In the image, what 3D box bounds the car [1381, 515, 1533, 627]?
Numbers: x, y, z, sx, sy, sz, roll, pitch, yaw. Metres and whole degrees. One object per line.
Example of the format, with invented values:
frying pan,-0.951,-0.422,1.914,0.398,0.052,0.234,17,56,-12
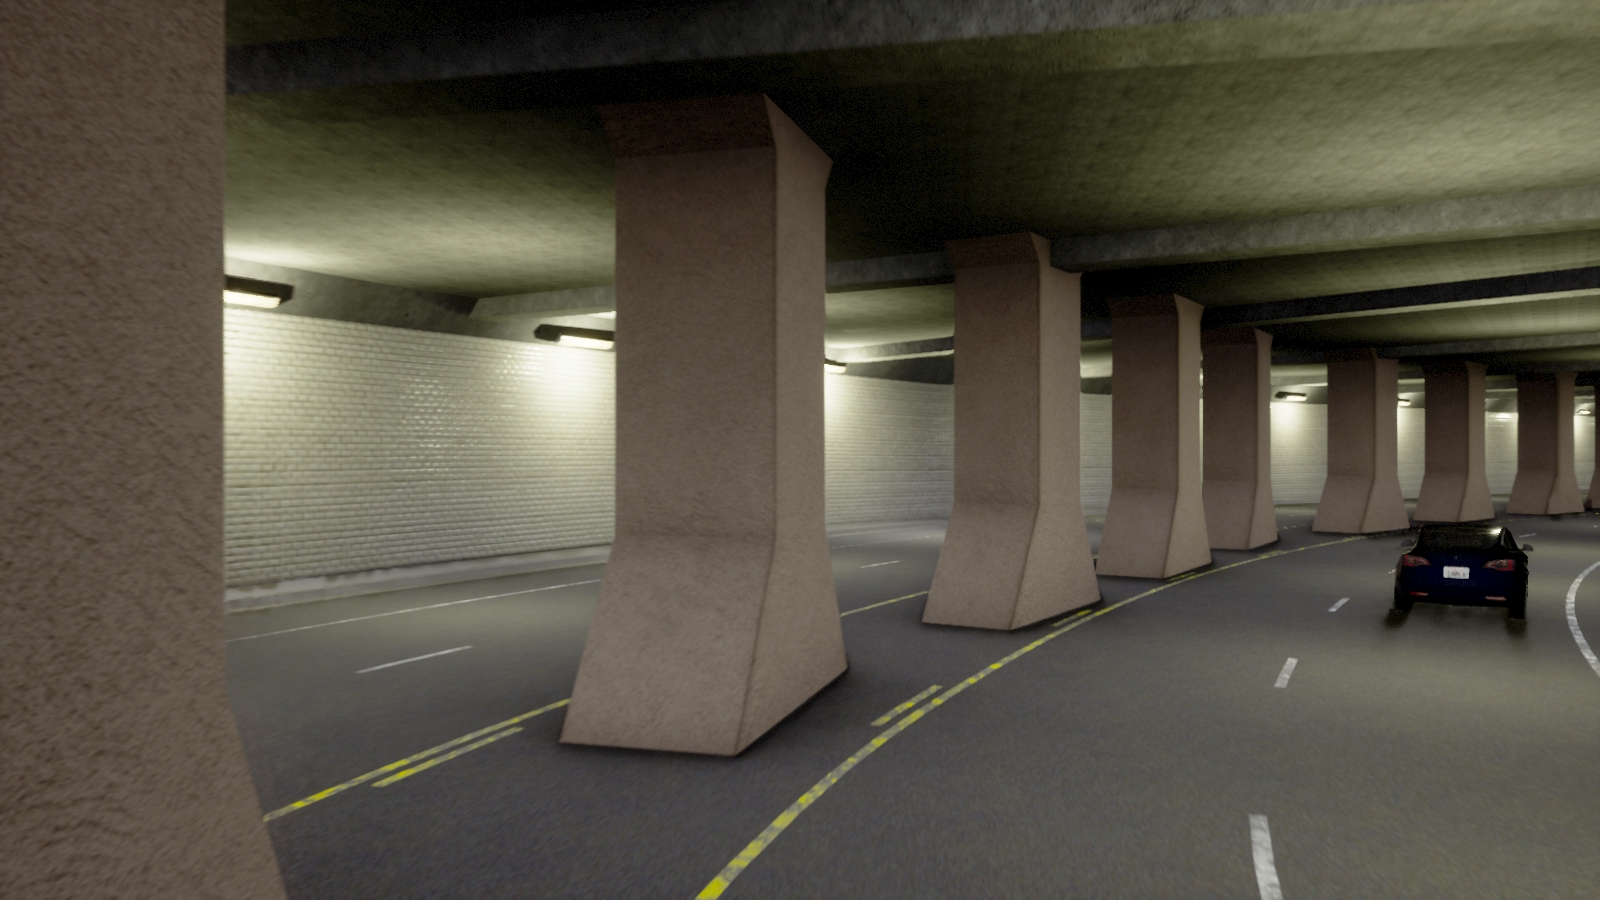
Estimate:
car,12.053,2.068,20.800,2.163,1.488,4.792,0,0,33
